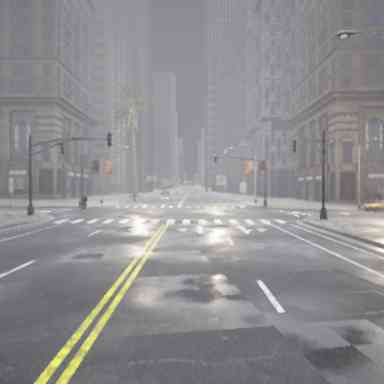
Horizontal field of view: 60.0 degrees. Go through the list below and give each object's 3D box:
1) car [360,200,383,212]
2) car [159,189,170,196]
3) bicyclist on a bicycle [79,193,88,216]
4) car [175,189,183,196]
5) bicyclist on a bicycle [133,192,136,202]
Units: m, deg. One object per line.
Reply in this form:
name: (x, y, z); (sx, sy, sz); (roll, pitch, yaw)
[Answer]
car: (20.580, 1.425, 35.442); (4.829, 1.417, 1.752); (1, 0, 0)
car: (-6.529, 0.167, 81.866); (1.994, 1.385, 4.181); (0, 1, 0)
bicyclist on a bicycle: (-8.750, 1.002, 26.757); (0.659, 1.776, 1.843); (0, 3, 0)
car: (-3.279, 0.092, 81.867); (1.882, 1.535, 5.008); (0, 1, 0)
bicyclist on a bicycle: (-8.768, 0.846, 50.603); (0.582, 1.620, 1.656); (0, 1, 0)
